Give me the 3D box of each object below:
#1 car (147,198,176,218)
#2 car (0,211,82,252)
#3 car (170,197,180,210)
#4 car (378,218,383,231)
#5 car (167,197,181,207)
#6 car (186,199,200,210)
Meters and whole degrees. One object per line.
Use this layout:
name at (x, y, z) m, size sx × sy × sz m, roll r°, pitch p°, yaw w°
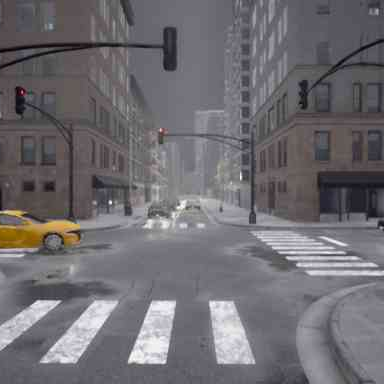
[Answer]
car at (-2.831, 1.545, 30.010) m, size 2.033 × 1.411 × 5.357 m, roll 0°, pitch 0°, yaw 0°
car at (-6.928, 1.473, 12.952) m, size 5.008 × 1.535 × 1.882 m, roll 0°, pitch 1°, yaw -11°
car at (-2.819, 1.509, 40.165) m, size 1.837 × 1.490 × 4.892 m, roll 0°, pitch 0°, yaw 0°
car at (12.378, 1.557, 17.904) m, size 4.313 × 1.339 × 1.947 m, roll 0°, pitch 0°, yaw 0°
car at (-2.799, 1.522, 52.120) m, size 1.837 × 1.490 × 4.892 m, roll 0°, pitch 0°, yaw 0°
car at (0.128, 1.608, 43.842) m, size 1.895 × 1.301 × 4.718 m, roll 0°, pitch 0°, yaw 0°
